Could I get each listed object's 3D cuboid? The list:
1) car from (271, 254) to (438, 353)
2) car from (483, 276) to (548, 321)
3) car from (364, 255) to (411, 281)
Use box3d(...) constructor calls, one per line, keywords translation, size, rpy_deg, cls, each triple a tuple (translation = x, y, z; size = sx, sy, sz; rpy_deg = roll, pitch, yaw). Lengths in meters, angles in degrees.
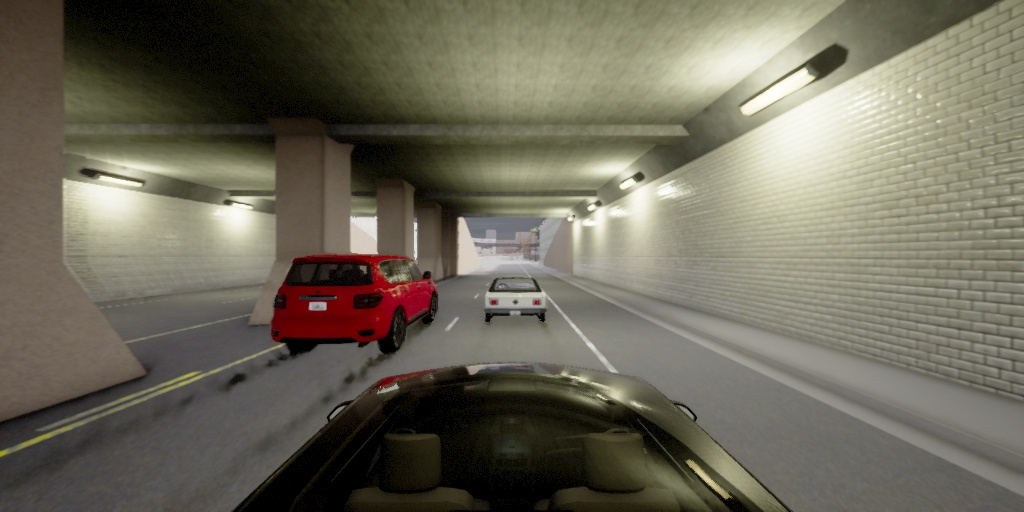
box3d(translation=(-3.402, 0.973, 8.962), size=(2.150, 2.045, 5.566), rpy_deg=(0, 0, 0), cls="car")
box3d(translation=(0.098, 1.352, 12.423), size=(1.895, 1.301, 4.718), rpy_deg=(0, 0, 0), cls="car")
box3d(translation=(-10.604, 0.977, 30.992), size=(2.150, 2.045, 5.566), rpy_deg=(0, 0, 0), cls="car")
